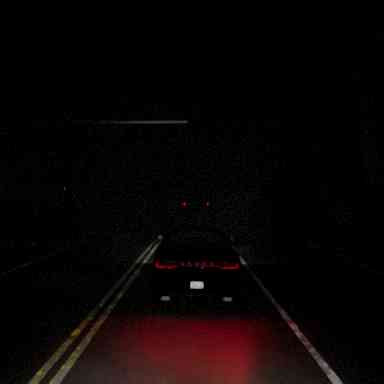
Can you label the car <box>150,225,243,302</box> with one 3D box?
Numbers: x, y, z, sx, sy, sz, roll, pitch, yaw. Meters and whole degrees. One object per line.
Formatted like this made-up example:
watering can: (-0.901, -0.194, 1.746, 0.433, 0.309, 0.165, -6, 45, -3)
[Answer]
car: (0.098, 1.586, 8.568, 1.882, 1.535, 5.008, 1, -1, 0)
